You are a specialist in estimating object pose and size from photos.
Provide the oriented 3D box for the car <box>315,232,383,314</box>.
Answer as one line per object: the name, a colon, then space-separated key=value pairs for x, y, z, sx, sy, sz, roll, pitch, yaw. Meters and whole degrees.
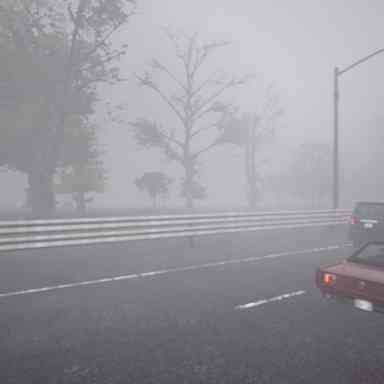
car: x=4.792 y=1.676 z=6.978 sx=4.718 sy=1.301 sz=1.895 roll=1 pitch=0 yaw=-34

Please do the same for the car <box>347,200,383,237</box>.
car: x=8.829 y=1.367 z=13.932 sx=5.566 sy=2.045 sz=2.150 roll=1 pitch=-1 yaw=-34
